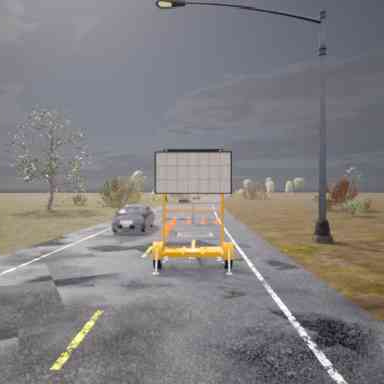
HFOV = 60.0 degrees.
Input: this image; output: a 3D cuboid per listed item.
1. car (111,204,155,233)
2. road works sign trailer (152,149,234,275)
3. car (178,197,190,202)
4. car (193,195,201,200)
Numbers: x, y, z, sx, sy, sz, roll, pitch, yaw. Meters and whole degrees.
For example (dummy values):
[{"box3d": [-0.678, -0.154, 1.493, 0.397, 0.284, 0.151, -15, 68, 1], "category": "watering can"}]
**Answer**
[{"box3d": [-3.364, 1.489, 19.675, 2.128, 1.511, 4.902, 0, 0, 1], "category": "car"}, {"box3d": [0.043, 0.463, 10.463, 2.380, 3.560, 2.880, 0, 0, 1], "category": "road works sign trailer"}, {"box3d": [-1.440, 1.586, 60.601, 1.895, 1.301, 4.718, 0, 0, 4], "category": "car"}, {"box3d": [1.252, 1.577, 90.481, 1.895, 1.301, 4.718, 0, 0, 6], "category": "car"}]
